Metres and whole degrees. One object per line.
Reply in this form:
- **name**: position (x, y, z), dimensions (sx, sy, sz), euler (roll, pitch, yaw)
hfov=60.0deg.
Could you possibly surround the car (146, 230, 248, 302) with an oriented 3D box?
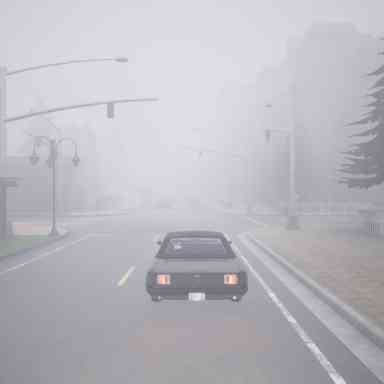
- **car**: position (0.067, 1.601, 8.220), dimensions (1.895, 1.301, 4.718), euler (0, 0, -1)

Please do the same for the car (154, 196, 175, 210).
- **car**: position (-3.606, 1.526, 42.705), dimensions (1.812, 1.442, 4.674), euler (0, 0, 1)

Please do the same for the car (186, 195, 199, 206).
- **car**: position (0.083, 1.352, 55.138), dimensions (2.097, 1.767, 4.553), euler (0, 0, 0)

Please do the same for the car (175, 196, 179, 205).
- **car**: position (-3.592, 1.600, 55.311), dimensions (1.895, 1.301, 4.718), euler (0, 0, 0)

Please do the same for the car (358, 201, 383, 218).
- **car**: position (16.862, 1.493, 28.536), dimensions (5.008, 1.535, 1.882), euler (0, 0, -2)
